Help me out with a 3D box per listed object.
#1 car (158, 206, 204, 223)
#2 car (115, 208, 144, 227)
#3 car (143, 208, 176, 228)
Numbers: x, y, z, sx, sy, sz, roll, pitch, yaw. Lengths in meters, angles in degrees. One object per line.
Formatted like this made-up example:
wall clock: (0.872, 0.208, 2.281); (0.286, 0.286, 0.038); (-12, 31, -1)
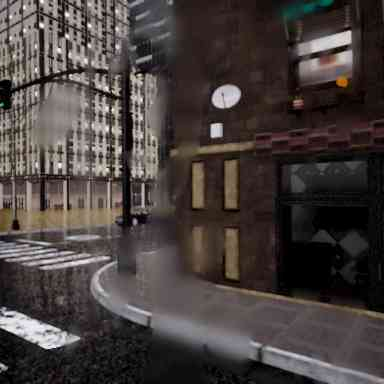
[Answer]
car: (-0.952, 2.028, 30.947); (2.008, 1.369, 4.403); (-2, -2, 35)
car: (-4.158, 1.947, 26.393); (2.008, 1.369, 4.403); (-2, -2, 35)
car: (-1.269, 1.983, 25.756); (1.895, 1.301, 4.718); (-1, -1, 35)
